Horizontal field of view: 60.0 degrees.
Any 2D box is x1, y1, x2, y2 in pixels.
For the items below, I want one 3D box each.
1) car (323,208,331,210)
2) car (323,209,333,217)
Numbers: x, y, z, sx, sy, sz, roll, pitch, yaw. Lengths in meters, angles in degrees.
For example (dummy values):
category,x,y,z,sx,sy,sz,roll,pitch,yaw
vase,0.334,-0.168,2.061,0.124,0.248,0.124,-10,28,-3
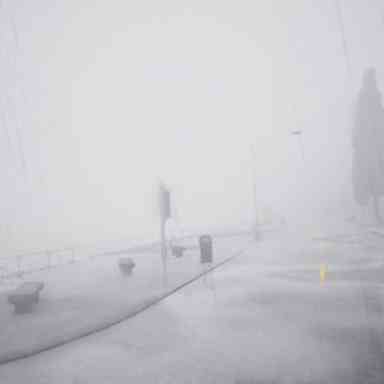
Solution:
category,x,y,z,sx,sy,sz,roll,pitch,yaw
car,35.356,5.099,86.885,2.150,2.045,5.566,-4,-4,21
car,31.813,5.185,77.516,1.895,1.301,4.718,-4,-4,21
